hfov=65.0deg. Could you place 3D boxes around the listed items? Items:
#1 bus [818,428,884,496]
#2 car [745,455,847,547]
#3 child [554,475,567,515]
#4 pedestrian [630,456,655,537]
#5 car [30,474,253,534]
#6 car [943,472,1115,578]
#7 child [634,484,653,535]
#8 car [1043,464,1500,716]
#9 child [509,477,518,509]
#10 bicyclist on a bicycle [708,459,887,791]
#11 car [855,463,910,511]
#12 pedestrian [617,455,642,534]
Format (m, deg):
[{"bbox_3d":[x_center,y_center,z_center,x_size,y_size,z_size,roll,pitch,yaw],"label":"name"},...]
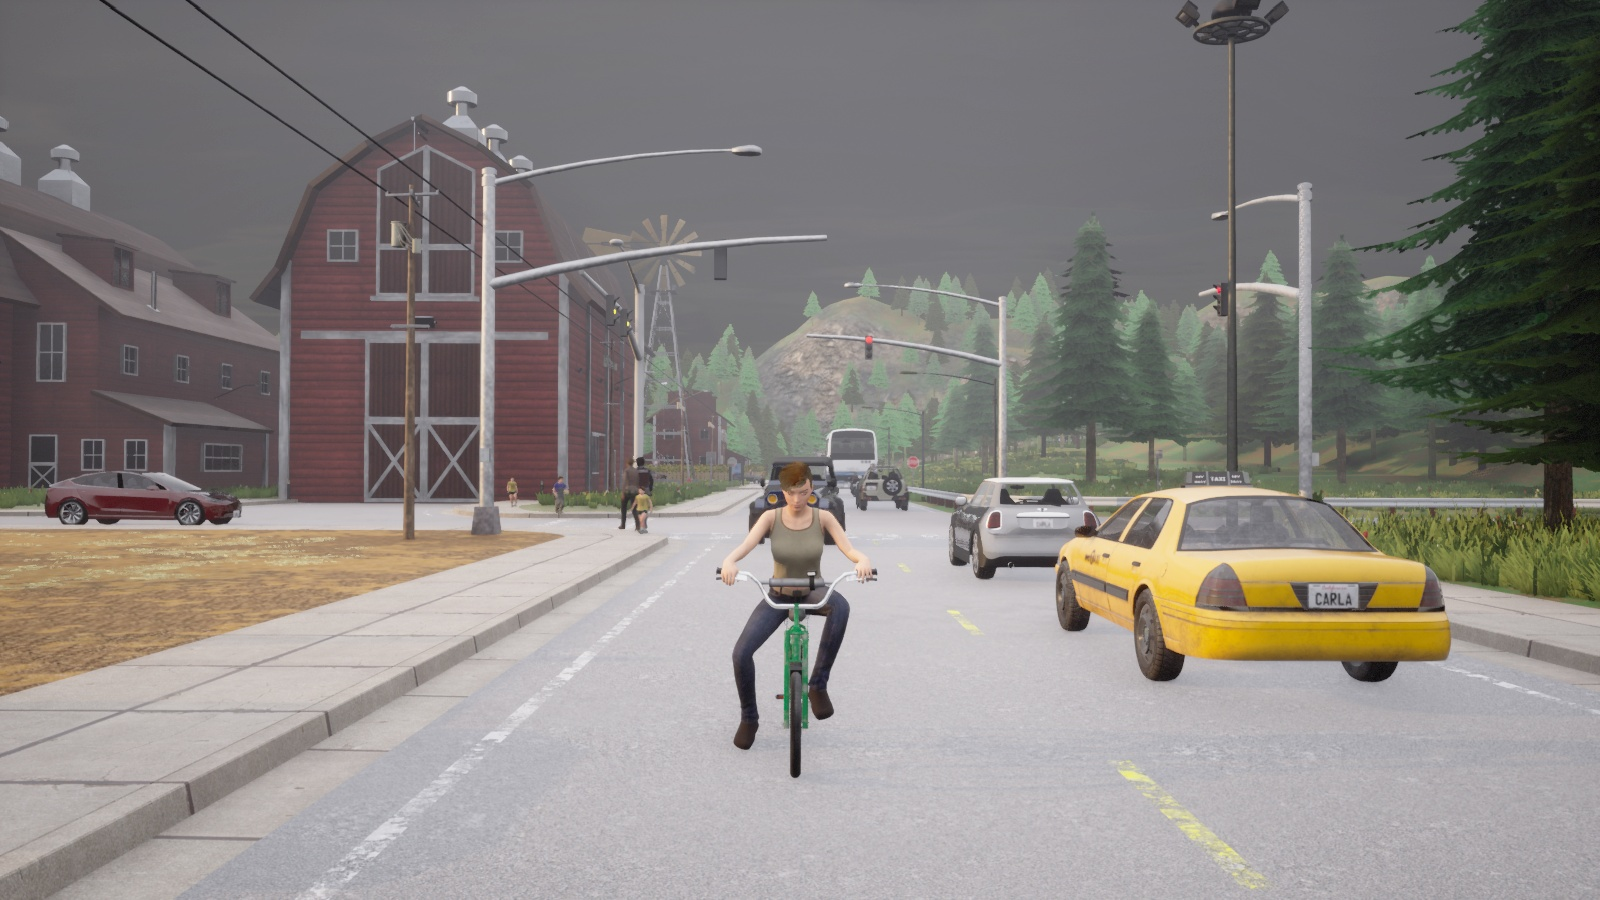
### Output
[{"bbox_3d":[3.302,0.837,84.318,3.944,4.253,10.273,0,-1,0],"label":"bus"},{"bbox_3d":[-0.012,1.070,27.526,1.905,1.878,3.866,0,-1,5],"label":"car"},{"bbox_3d":[-7.673,1.433,40.158,0.270,1.263,0.437,0,-1,-31],"label":"child"},{"bbox_3d":[-3.811,1.107,30.337,0.402,1.930,0.666,0,-1,-25],"label":"pedestrian"},{"bbox_3d":[-17.390,1.413,33.345,4.792,1.488,2.163,0,-1,-1],"label":"car"},{"bbox_3d":[3.455,1.096,19.668,1.970,1.475,3.806,0,-1,0],"label":"car"},{"bbox_3d":[-3.471,1.320,27.820,0.255,1.110,0.394,-1,-1,20],"label":"child"},{"bbox_3d":[3.476,0.918,10.561,1.801,1.575,5.366,0,-1,0],"label":"car"},{"bbox_3d":[-9.932,1.486,43.512,0.255,1.110,0.394,0,-1,-24],"label":"child"},{"bbox_3d":[-0.011,0.867,6.884,0.866,1.612,1.509,0,-1,0],"label":"bicyclist on a bicycle"},{"bbox_3d":[3.327,1.477,51.308,1.932,1.855,4.605,0,-1,0],"label":"car"},{"bbox_3d":[-4.051,1.053,29.780,0.331,1.846,0.634,0,-1,-35],"label":"pedestrian"}]
